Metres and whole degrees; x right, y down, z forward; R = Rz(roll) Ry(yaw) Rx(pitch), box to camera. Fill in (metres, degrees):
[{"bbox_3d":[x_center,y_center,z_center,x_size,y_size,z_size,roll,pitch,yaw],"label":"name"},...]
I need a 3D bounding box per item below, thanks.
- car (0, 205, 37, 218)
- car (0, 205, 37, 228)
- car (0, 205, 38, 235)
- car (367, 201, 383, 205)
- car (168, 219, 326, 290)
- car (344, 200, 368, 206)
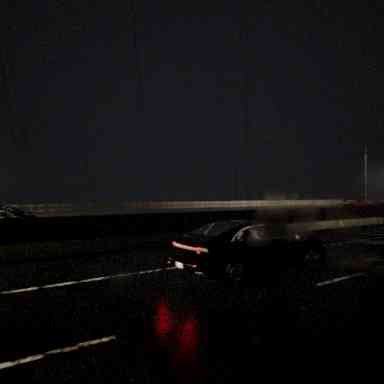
[{"bbox_3d":[-9.385,1.450,14.475,4.902,1.511,2.128,0,0,-35],"label":"car"},{"bbox_3d":[-12.465,1.549,20.867,4.718,1.301,1.895,0,0,-35],"label":"car"},{"bbox_3d":[-11.010,1.460,17.608,4.892,1.490,1.837,1,0,-35],"label":"car"},{"bbox_3d":[24.320,1.787,41.573,4.181,1.385,1.994,0,0,-34],"label":"car"},{"bbox_3d":[1.689,1.504,9.160,4.902,1.511,2.128,0,0,-35],"label":"car"},{"bbox_3d":[22.361,1.692,44.473,4.718,1.301,1.895,0,0,-34],"label":"car"}]
